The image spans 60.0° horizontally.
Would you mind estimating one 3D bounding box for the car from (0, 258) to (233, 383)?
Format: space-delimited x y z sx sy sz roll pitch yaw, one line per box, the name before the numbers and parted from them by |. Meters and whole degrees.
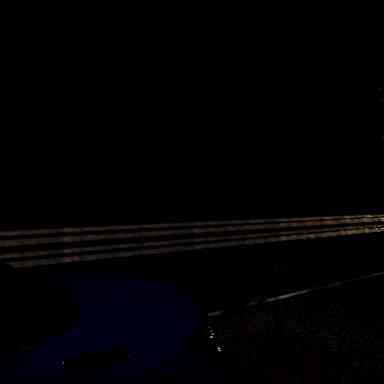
car | -2.300 1.211 2.085 5.566 2.045 2.150 1 0 -35
